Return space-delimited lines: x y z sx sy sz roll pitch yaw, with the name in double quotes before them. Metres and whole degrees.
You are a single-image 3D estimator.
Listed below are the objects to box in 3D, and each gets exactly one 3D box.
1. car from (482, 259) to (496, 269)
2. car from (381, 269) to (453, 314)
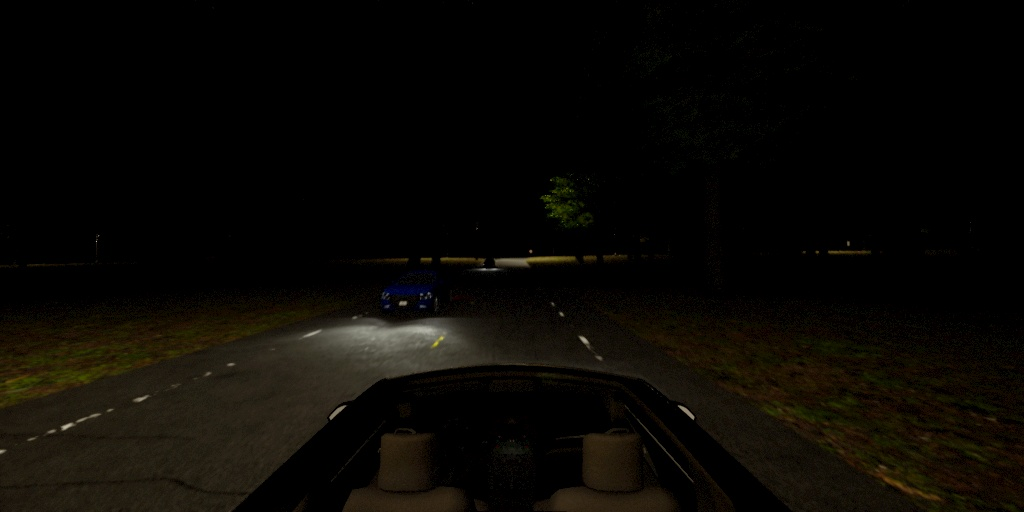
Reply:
"car" -3.539 1.185 56.705 1.837 1.490 4.892 0 1 1
"car" -3.596 1.297 14.341 1.882 1.535 5.008 0 0 0
